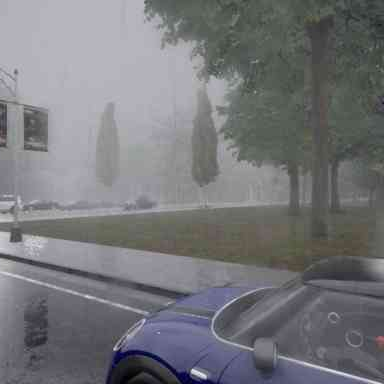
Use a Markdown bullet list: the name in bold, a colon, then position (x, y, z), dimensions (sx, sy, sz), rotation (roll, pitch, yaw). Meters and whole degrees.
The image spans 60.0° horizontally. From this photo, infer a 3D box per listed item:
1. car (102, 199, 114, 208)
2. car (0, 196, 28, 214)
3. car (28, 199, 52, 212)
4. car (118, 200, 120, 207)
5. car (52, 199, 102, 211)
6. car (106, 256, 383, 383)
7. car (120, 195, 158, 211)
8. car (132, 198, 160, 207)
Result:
- **car**: position (-14.096, 1.837, 51.209), dimensions (1.994, 1.385, 4.181), rotation (0, 0, 35)
- **car**: position (-21.085, 1.399, 35.563), dimensions (2.150, 2.045, 5.566), rotation (0, 0, 34)
- **car**: position (-19.779, 1.695, 43.090), dimensions (1.882, 1.535, 5.008), rotation (0, 0, 35)
- **car**: position (-9.132, 1.514, 52.631), dimensions (2.150, 2.045, 5.566), rotation (0, 0, 36)
- **car**: position (-15.121, 1.778, 44.079), dimensions (2.033, 1.411, 5.357), rotation (0, 0, 35)
- **car**: position (1.394, 1.352, 2.694), dimensions (4.553, 1.767, 2.097), rotation (0, 0, 36)
- **car**: position (-6.816, 1.599, 44.270), dimensions (2.097, 1.767, 4.553), rotation (0, 0, 35)
- **car**: position (-8.150, 1.836, 59.652), dimensions (2.128, 1.511, 4.902), rotation (0, 0, 36)
